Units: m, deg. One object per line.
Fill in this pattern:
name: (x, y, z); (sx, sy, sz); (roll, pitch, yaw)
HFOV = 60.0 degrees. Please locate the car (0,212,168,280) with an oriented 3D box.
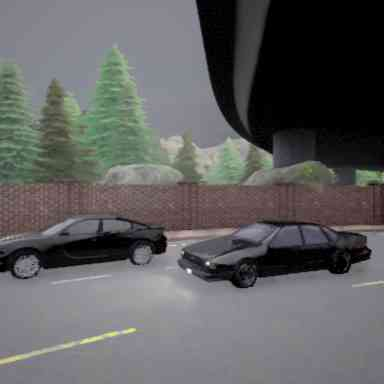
car: (-3.167, 1.399, 9.819); (5.008, 1.535, 1.882); (0, 0, -30)

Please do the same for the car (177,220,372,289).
car: (2.364, 1.483, 8.985); (5.357, 1.411, 2.033); (0, 0, -24)
